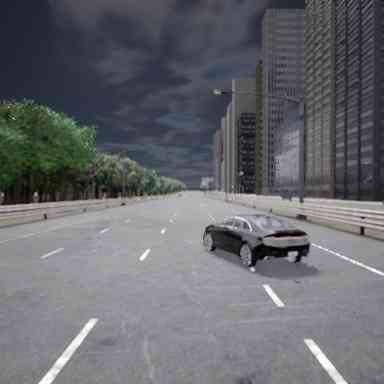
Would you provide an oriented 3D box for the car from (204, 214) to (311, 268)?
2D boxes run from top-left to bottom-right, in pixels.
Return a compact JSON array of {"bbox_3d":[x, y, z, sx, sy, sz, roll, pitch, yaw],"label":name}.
[{"bbox_3d":[1.988,1.521,11.624,2.128,1.511,4.902,0,0,-20],"label":"car"}]
